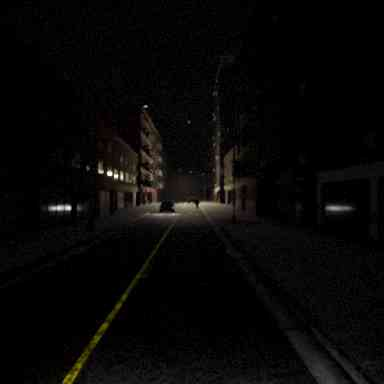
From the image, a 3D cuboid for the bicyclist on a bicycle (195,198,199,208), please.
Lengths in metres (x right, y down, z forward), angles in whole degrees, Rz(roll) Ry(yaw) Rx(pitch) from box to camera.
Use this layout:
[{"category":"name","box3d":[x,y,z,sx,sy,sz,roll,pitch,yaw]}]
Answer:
[{"category":"bicyclist on a bicycle","box3d":[0.795,1.847,56.577,0.659,1.776,1.843,0,0,0]}]

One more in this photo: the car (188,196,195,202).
[{"category":"car","box3d":[-0.048,2.008,91.094,1.882,1.535,5.008,0,0,0]}]

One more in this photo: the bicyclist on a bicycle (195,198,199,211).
[{"category":"bicyclist on a bicycle","box3d":[0.801,1.874,47.676,0.582,1.620,1.656,0,-1,0]}]

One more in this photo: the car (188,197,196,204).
[{"category":"car","box3d":[-0.041,2.006,78.031,1.812,1.442,4.674,0,0,0]}]

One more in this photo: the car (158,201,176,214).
[{"category":"car","box3d":[-3.110,1.888,41.901,1.837,1.490,4.892,0,0,0]}]
